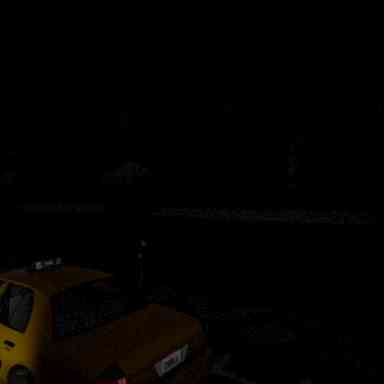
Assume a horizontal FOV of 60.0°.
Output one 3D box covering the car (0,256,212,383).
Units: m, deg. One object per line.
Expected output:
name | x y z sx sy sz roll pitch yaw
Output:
car | -2.069 1.546 4.430 4.829 1.417 1.752 0 0 35
